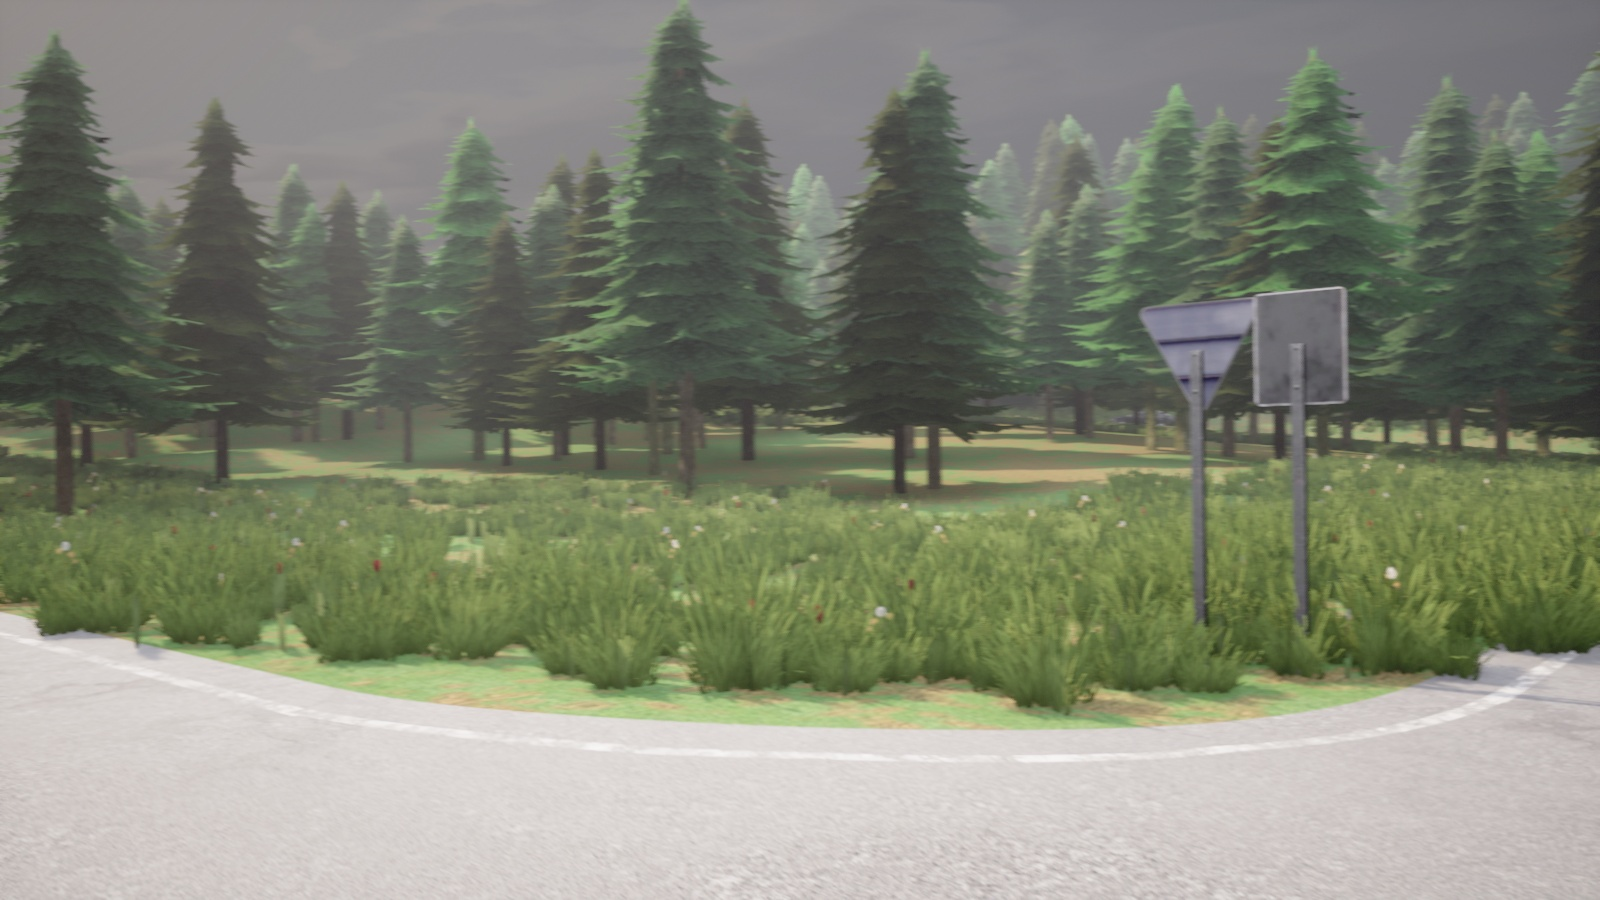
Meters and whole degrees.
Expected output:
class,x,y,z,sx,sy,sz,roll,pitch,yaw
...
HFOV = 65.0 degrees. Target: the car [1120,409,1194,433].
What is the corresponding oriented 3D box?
class,x,y,z,sx,sy,sz,roll,pitch,yaw
car,26.331,-2.154,92.690,4.892,1.490,1.837,4,2,29
